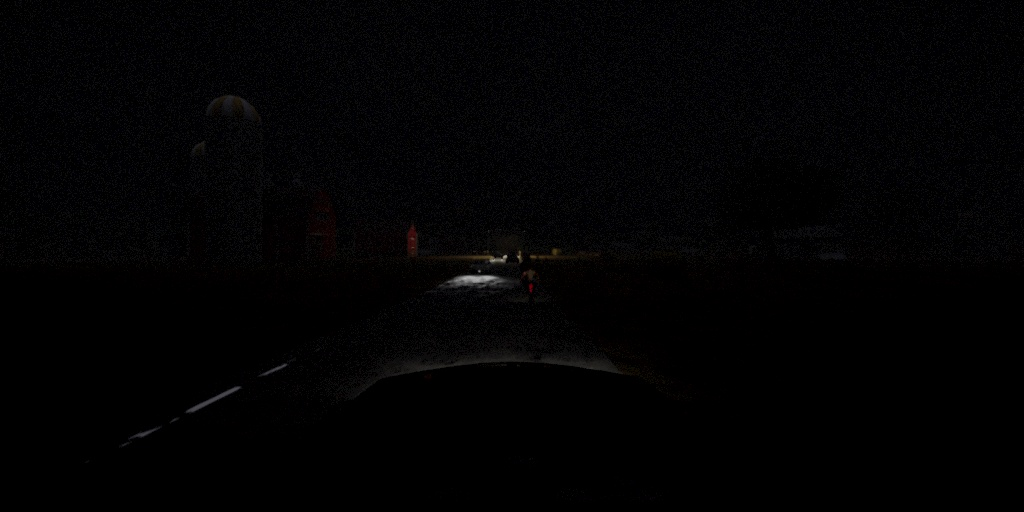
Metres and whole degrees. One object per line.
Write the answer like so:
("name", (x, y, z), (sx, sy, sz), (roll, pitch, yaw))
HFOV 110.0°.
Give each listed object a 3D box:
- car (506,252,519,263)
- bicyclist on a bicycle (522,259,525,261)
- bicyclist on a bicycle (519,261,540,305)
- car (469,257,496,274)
("car", (0.079, 0.406, 57.303), (1.994, 1.385, 4.181), (0, 1, 0))
("bicyclist on a bicycle", (0.750, 1.037, 22.537), (0.582, 1.620, 1.656), (0, 0, 0))
("bicyclist on a bicycle", (0.740, 1.113, 14.450), (0.866, 1.612, 1.509), (0, 0, 0))
("car", (-2.855, 0.995, 33.710), (1.895, 1.301, 4.718), (0, 1, 0))
